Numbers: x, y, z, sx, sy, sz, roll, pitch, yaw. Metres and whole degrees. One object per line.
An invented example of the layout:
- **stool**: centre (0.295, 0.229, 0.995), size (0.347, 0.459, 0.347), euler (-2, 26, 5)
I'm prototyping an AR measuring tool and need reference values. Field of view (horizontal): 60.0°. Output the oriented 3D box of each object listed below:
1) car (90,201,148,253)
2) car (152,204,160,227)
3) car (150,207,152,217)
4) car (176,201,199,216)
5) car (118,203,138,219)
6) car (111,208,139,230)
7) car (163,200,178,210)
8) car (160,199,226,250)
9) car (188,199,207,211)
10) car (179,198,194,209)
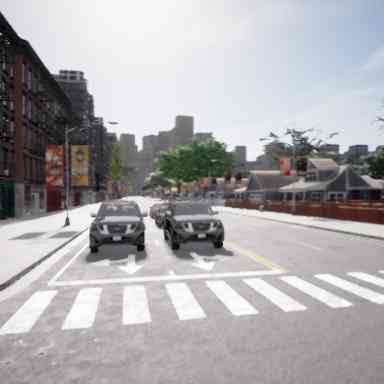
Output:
- **car**: centre (-3.288, 1.436, 15.266), size (2.150, 2.045, 5.566), euler (-1, -1, -10)
- **car**: centre (-1.771, 1.819, 25.572), size (1.837, 1.490, 4.892), euler (-1, -1, -10)
- **car**: centre (-3.460, 1.968, 35.425), size (1.812, 1.442, 4.674), euler (-1, -1, -10)
- **car**: centre (-0.637, 1.931, 39.263), size (1.882, 1.535, 5.008), euler (-1, -1, -10)
- **car**: centre (-6.733, 1.954, 35.284), size (1.882, 1.535, 5.008), euler (-1, -1, -10)
- **car**: centre (-4.951, 1.942, 24.903), size (1.895, 1.301, 4.718), euler (-1, -1, -10)
- **car**: centre (-3.831, 2.178, 57.702), size (2.128, 1.511, 4.902), euler (-1, -1, -10)
- **car**: centre (-0.076, 1.406, 15.764), size (2.150, 2.045, 5.566), euler (-1, -1, -10)
- **car**: centre (0.721, 1.911, 50.339), size (2.097, 1.767, 4.553), euler (-1, -1, -10)
- **car**: centre (-1.051, 2.034, 60.137), size (2.097, 1.767, 4.553), euler (-1, -1, -10)
